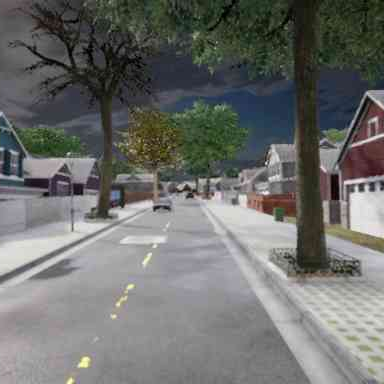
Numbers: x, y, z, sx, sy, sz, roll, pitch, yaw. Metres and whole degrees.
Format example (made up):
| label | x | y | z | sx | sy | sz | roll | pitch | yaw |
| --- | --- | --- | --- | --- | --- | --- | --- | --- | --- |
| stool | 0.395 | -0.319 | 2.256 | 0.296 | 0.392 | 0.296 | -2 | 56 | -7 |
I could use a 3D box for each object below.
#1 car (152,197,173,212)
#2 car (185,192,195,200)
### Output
| label | x | y | z | sx | sy | sz | roll | pitch | yaw |
| --- | --- | --- | --- | --- | --- | --- | --- | --- | --- |
| car | -2.953 | 1.214 | 34.471 | 2.033 | 1.411 | 5.357 | -1 | 0 | 0 |
| car | -0.414 | 0.798 | 69.260 | 1.837 | 1.490 | 4.892 | -1 | 0 | 0 |
